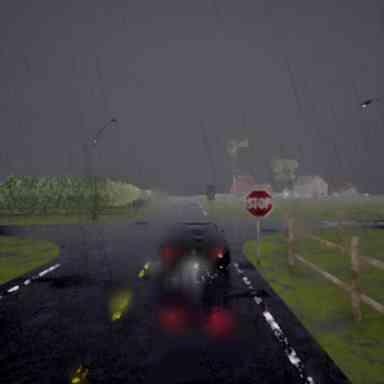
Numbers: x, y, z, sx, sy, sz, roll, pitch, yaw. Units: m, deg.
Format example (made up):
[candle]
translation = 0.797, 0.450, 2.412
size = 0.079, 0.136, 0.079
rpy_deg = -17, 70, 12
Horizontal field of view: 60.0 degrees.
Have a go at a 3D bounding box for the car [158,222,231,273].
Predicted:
[car]
translation = 0.119, 1.601, 10.681
size = 1.895, 1.301, 4.718
rpy_deg = 0, 0, 1
